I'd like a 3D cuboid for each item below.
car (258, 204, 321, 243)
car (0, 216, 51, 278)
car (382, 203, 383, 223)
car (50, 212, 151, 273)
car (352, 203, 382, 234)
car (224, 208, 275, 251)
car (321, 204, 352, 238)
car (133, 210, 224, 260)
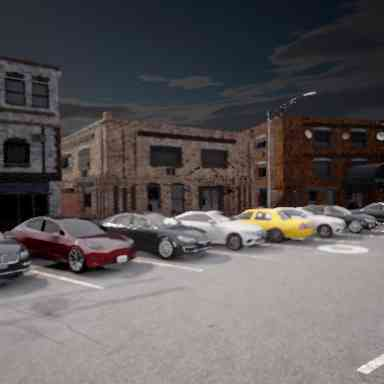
[{"bbox_3d":[3.050,1.482,15.978,5.366,1.575,1.946,-1,-1,35],"label":"car"},{"bbox_3d":[-6.354,1.487,9.069,4.892,1.521,2.231,-1,-1,35],"label":"car"},{"bbox_3d":[12.758,1.480,22.687,4.892,1.521,2.231,-1,0,34],"label":"car"},{"bbox_3d":[-3.935,1.514,10.752,4.792,1.488,2.163,-1,-1,35],"label":"car"},{"bbox_3d":[7.979,1.482,19.291,4.892,1.521,2.231,-1,-1,34],"label":"car"},{"bbox_3d":[0.816,1.523,14.176,4.674,1.452,2.002,-1,-1,35],"label":"car"},{"bbox_3d":[5.593,1.522,17.584,4.674,1.452,2.002,-1,-1,35],"label":"car"},{"bbox_3d":[-1.575,1.485,12.482,4.892,1.521,2.231,-1,-1,34],"label":"car"}]
